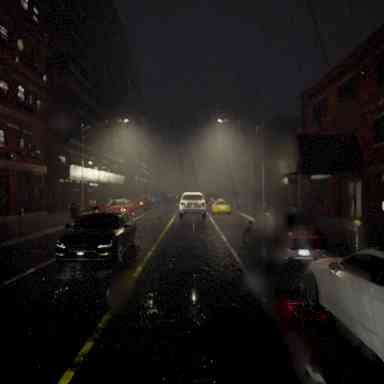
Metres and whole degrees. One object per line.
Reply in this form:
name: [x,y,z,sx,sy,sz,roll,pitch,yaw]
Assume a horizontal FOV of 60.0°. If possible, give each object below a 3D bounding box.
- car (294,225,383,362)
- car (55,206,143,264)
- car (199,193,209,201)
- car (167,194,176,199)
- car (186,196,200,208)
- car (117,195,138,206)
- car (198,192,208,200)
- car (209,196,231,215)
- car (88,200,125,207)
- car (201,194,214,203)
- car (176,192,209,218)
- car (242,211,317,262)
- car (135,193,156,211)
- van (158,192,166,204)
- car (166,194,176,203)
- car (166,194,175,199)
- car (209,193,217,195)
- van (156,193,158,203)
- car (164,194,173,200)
car: [3.149,1.499,4.775,1.812,1.442,4.674,0,0,0]
car: [-3.098,1.442,11.656,1.837,1.490,4.892,0,0,0]
car: [2.707,1.103,75.680,1.967,1.590,4.097,0,0,0]
car: [-5.670,1.159,92.299,2.008,1.369,4.403,0,0,0]
car: [0.087,1.303,45.383,1.812,1.442,4.674,0,0,0]
car: [-5.683,1.307,25.828,1.967,1.590,4.097,0,0,0]
car: [2.708,0.958,81.220,2.192,1.841,5.009,0,0,0]
car: [2.698,1.365,31.536,1.752,1.417,4.829,0,0,0]
car: [-5.685,1.439,20.290,1.887,1.381,4.507,0,0,0]
car: [2.704,1.163,59.062,1.967,1.590,4.097,0,0,0]
car: [0.074,1.077,28.435,2.150,2.045,5.566,0,0,0]
car: [3.148,1.442,11.775,1.837,1.490,4.892,0,0,0]
car: [-5.681,1.130,36.906,2.192,1.841,5.009,0,0,0]
van: [-5.678,1.085,53.524,1.690,1.788,3.998,0,0,0]
car: [-2.995,1.212,60.113,2.128,1.511,4.902,0,0,0]
car: [-5.671,1.175,86.760,2.008,1.369,4.403,0,0,0]
car: [2.702,1.082,47.983,2.192,1.841,5.009,0,0,0]
van: [-5.680,1.131,42.446,1.690,1.788,3.998,0,0,0]
car: [-5.672,1.209,81.223,1.947,1.339,4.313,0,0,0]
